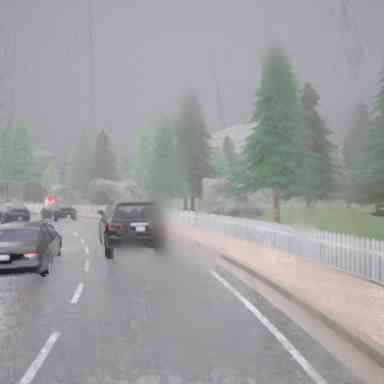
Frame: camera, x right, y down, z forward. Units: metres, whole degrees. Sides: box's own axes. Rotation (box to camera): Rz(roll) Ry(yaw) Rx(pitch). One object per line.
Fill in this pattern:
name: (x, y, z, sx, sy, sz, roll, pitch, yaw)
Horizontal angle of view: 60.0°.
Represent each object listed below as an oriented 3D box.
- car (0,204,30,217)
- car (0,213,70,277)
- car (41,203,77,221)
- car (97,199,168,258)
car: (-14.670, 1.740, 27.154, 1.837, 1.490, 4.892, 0, 0, -42)
car: (-5.208, 1.634, 10.372, 2.033, 1.411, 5.357, 0, 0, -16)
car: (-11.655, 1.724, 28.993, 1.837, 1.490, 4.892, 0, 0, -41)
car: (-2.516, 1.302, 13.418, 2.150, 2.045, 5.566, 0, 0, -18)
